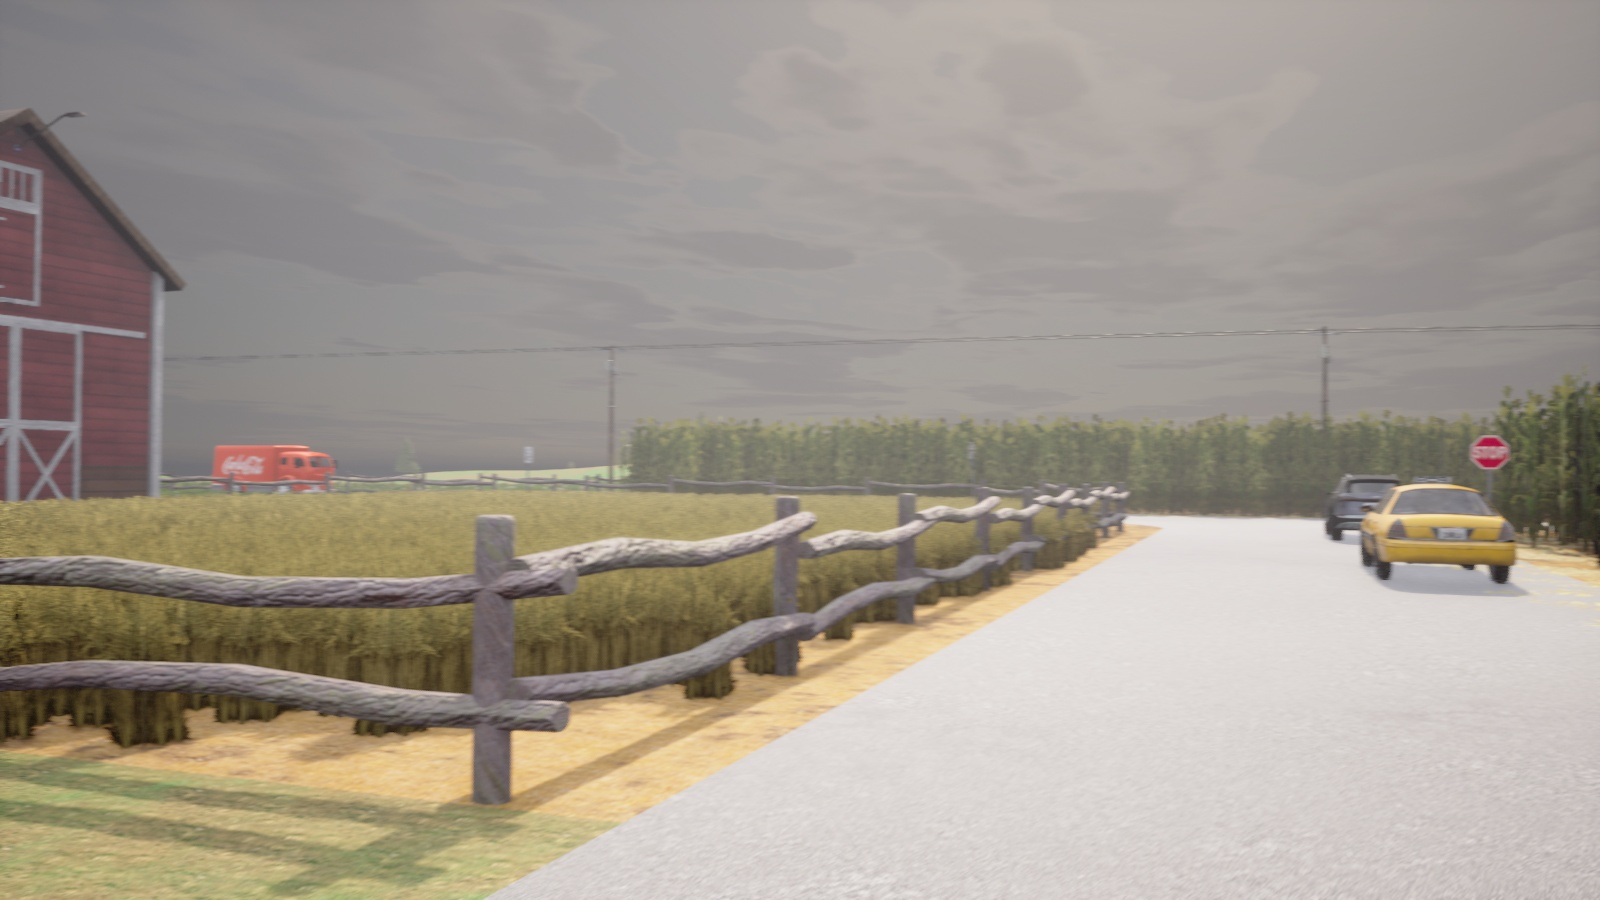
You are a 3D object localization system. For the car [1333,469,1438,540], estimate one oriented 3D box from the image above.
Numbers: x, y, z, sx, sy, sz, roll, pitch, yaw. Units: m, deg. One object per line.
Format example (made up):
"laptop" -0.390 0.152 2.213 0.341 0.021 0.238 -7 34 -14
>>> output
"car" 14.646 1.300 31.642 2.033 1.649 4.856 0 -1 21

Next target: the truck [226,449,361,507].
"truck" -22.606 1.233 56.105 5.204 2.467 2.627 0 -1 22

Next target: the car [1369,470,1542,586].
"car" 10.207 1.104 19.923 1.801 1.575 5.366 0 -1 21
